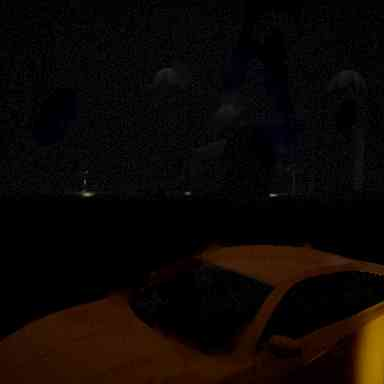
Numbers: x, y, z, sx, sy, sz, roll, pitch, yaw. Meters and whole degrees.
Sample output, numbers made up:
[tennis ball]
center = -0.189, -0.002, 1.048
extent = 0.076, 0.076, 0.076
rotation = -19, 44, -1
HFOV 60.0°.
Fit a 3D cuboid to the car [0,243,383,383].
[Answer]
[car]
center = 0.653, 1.364, 3.464
extent = 5.008, 1.535, 1.882
rotation = 0, 2, -34
